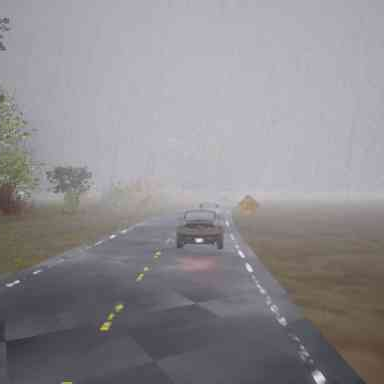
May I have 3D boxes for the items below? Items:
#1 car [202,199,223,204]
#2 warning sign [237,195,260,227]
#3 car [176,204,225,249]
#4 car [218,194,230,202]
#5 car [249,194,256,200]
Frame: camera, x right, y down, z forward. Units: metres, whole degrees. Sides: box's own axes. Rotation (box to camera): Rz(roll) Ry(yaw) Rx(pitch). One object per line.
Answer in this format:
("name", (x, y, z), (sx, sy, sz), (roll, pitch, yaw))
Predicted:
("car", (1.559, 1.607, 29.458), (1.895, 1.301, 4.718), (0, 0, 6))
("warning sign", (3.384, 1.110, 20.037), (1.300, 1.860, 1.060), (0, 0, 4))
("car", (0.389, 1.514, 14.554), (1.837, 1.490, 4.892), (0, 0, 3))
("car", (7.415, 1.281, 76.472), (2.097, 1.767, 4.553), (0, 0, 15))
("car", (16.703, 1.397, 92.759), (1.882, 1.535, 5.008), (0, 0, 19))
